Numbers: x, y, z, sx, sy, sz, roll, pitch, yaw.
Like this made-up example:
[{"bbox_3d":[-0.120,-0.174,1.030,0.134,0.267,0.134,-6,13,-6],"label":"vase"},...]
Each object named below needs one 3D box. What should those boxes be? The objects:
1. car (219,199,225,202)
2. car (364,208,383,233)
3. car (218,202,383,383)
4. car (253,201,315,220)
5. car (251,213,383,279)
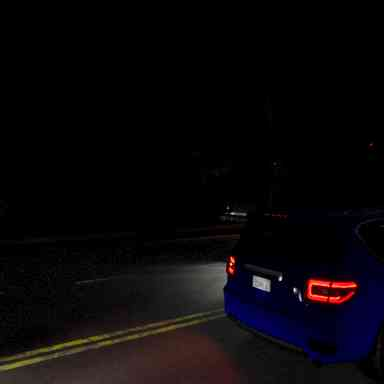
[{"bbox_3d":[2.656,1.491,38.116,2.128,1.511,4.902,0,0,-31],"label":"car"},{"bbox_3d":[12.444,1.601,19.582,4.718,1.301,1.895,0,0,-30],"label":"car"},{"bbox_3d":[3.109,1.221,5.558,5.566,2.045,2.150,0,0,-33],"label":"car"},{"bbox_3d":[7.942,1.547,29.232,2.033,1.411,5.357,0,0,-31],"label":"car"},{"bbox_3d":[4.660,1.547,10.848,5.357,1.411,2.033,0,0,-31],"label":"car"}]
